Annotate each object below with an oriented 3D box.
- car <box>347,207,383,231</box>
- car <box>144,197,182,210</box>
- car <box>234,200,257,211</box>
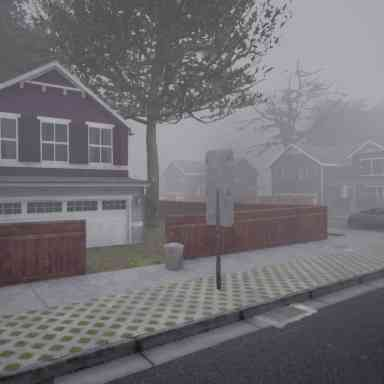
[{"bbox_3d":[10.939,1.544,18.506,1.994,1.385,4.181,-1,1,-37],"label":"car"},{"bbox_3d":[-3.079,1.367,37.680,1.882,1.535,5.008,-1,1,-36],"label":"car"},{"bbox_3d":[4.407,1.437,27.434,1.837,1.490,4.892,-1,1,-36],"label":"car"}]
